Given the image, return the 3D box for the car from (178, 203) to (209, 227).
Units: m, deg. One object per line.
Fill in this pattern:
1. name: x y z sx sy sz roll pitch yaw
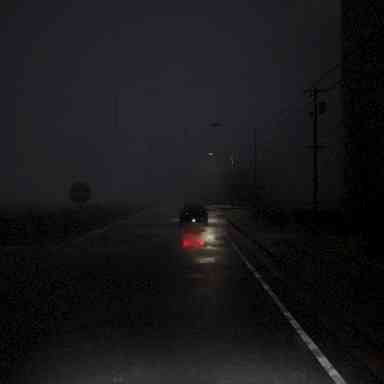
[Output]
1. car: 0.109 1.495 22.863 1.837 1.490 4.892 0 0 0
